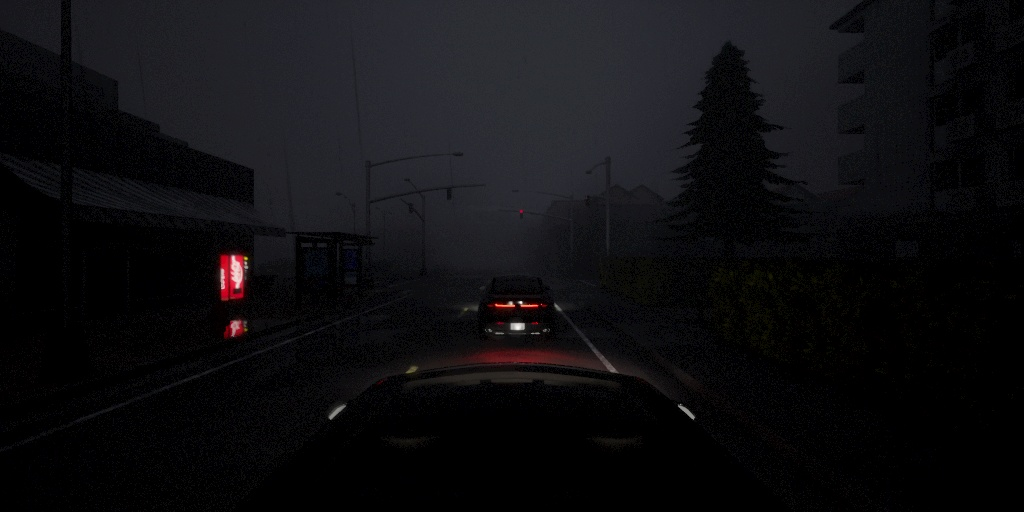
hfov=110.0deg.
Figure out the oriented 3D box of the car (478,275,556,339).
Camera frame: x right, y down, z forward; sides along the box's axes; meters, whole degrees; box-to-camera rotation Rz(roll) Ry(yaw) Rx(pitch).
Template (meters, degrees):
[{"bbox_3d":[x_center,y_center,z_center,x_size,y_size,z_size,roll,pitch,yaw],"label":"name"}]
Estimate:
[{"bbox_3d":[0.117,1.255,10.062,1.837,1.490,4.892,0,0,0],"label":"car"}]
